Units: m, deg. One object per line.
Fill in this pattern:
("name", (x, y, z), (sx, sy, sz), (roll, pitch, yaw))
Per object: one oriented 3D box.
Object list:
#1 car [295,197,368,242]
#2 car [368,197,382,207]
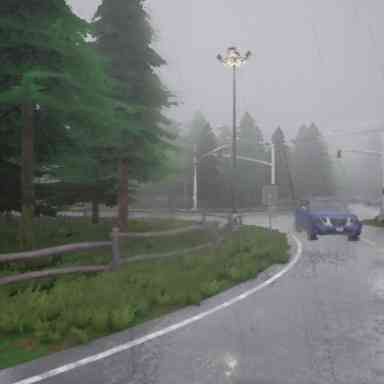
("car", (6.818, 1.314, 17.328), (2.150, 2.045, 5.566), (0, -1, 7))
("car", (29.833, 1.783, 54.491), (1.994, 1.385, 4.181), (0, 0, 15))
